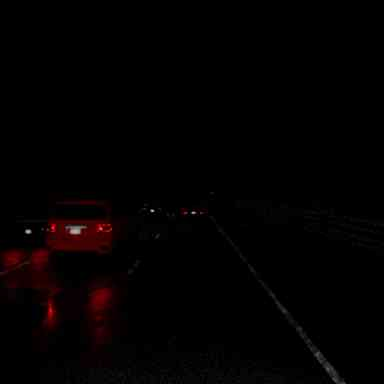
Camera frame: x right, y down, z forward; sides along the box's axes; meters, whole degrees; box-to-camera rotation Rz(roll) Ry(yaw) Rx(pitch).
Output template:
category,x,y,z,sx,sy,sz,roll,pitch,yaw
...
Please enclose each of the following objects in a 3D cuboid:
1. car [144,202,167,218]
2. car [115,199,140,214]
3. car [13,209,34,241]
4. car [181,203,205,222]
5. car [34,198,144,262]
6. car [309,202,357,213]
category,x,y,z,sx,sy,sz,roll,pitch,yaw
car,-3.404,1.587,30.624,1.994,1.385,4.181,0,0,0
car,-6.906,1.533,36.161,1.837,1.490,4.892,0,0,0
car,-6.907,1.487,16.473,2.128,1.511,4.902,0,-1,0
car,0.098,1.567,26.597,2.033,1.411,5.357,0,0,0
car,-3.393,1.222,12.359,2.150,2.045,5.566,1,0,0
car,13.817,1.674,33.031,2.033,1.411,5.357,0,0,-15
